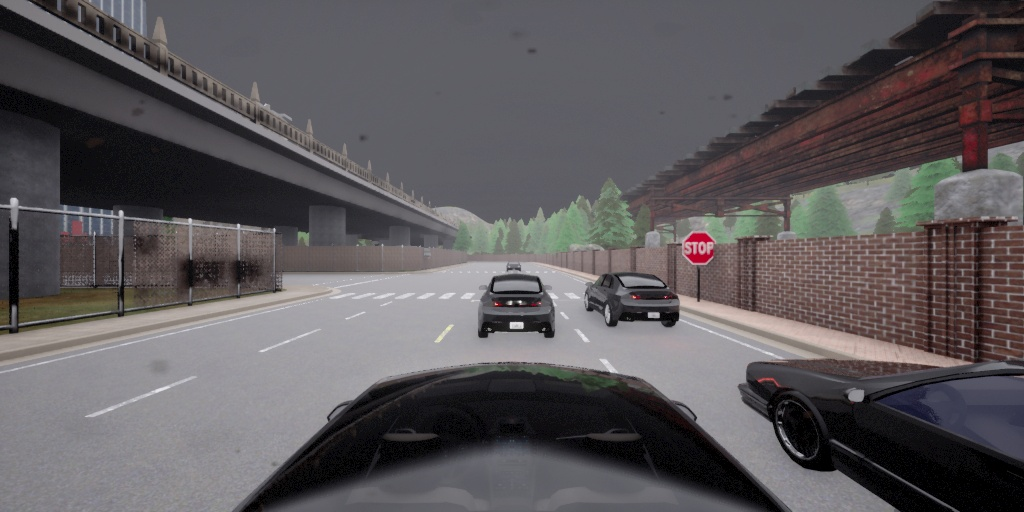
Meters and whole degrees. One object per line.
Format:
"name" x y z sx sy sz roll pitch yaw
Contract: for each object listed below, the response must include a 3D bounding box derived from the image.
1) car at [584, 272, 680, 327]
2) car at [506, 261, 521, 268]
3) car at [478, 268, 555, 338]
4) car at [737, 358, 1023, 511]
"car" 3.608 1.255 11.522 1.837 1.490 4.892 0 0 0
"car" 0.218 1.351 46.394 1.895 1.301 4.718 0 0 -1
"car" 0.105 1.255 10.166 1.837 1.490 4.892 0 0 0
"car" 3.600 1.297 1.776 2.033 1.411 5.357 0 0 0
